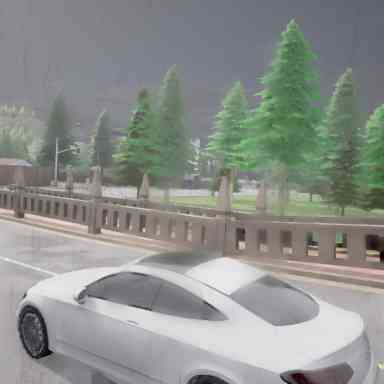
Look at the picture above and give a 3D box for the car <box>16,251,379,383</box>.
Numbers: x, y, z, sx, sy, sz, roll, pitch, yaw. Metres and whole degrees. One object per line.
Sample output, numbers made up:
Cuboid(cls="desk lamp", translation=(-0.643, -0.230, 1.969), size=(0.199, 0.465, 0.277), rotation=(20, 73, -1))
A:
Cuboid(cls="car", translation=(-0.318, 1.506, 4.212), size=(4.674, 1.442, 1.812), rotation=(1, 1, 35))
